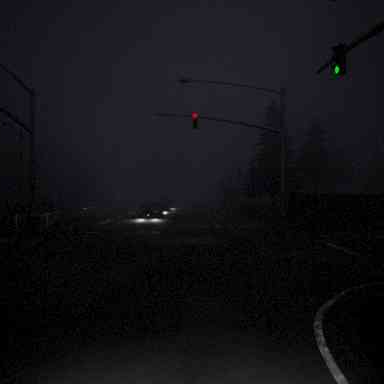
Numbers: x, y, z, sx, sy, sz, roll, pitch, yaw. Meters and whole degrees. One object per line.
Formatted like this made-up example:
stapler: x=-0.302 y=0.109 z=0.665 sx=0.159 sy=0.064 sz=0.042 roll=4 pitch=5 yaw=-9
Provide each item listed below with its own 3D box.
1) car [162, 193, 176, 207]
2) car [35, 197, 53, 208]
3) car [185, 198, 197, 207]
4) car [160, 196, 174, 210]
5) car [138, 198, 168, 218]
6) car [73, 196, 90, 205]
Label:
car: x=-3.678 y=1.221 z=51.019 sx=2.150 sy=2.045 sz=5.566 roll=0 pitch=0 yaw=-2
car: x=-20.631 y=1.384 z=45.590 sx=1.970 sy=1.475 sz=3.806 roll=0 pitch=0 yaw=0
car: x=-0.137 y=1.601 z=51.214 sx=1.895 sy=1.301 sz=4.718 roll=0 pitch=0 yaw=0
car: x=-3.703 y=1.547 z=40.666 sx=2.033 sy=1.411 sz=5.357 roll=0 pitch=0 yaw=0
car: x=-3.682 y=1.547 z=30.561 sx=2.033 sy=1.411 sz=5.357 roll=0 pitch=0 yaw=0
car: x=-17.597 y=1.374 z=52.990 sx=1.845 sy=1.501 sz=3.633 roll=0 pitch=0 yaw=0
